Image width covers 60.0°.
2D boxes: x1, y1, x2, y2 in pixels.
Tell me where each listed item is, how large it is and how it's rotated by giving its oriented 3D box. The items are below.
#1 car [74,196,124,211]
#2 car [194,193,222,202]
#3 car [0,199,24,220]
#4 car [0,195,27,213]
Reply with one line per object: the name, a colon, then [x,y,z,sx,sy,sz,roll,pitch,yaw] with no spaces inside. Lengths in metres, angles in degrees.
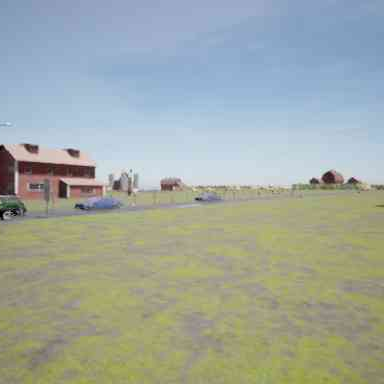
car: [-9.630,1.134,34.910,2.033,1.411,5.357,1,1,36]
car: [2.567,0.824,51.614,2.033,1.411,5.357,1,1,37]
car: [-14.752,1.397,23.190,1.895,1.301,4.718,1,1,35]
car: [-15.766,1.091,26.456,2.097,1.767,4.553,1,1,36]
